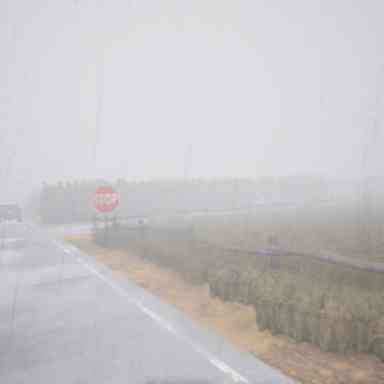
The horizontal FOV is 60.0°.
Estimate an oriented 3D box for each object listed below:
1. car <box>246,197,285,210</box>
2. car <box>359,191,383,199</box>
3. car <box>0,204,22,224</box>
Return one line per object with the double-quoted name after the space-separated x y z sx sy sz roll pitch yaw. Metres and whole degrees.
7.945 1.338 35.610 4.674 1.442 1.812 -3 0 -29 "car"
22.207 0.594 40.222 4.902 1.511 2.128 -3 0 -31 "car"
-19.881 2.302 36.316 2.150 2.045 5.566 -2 0 -29 "car"
